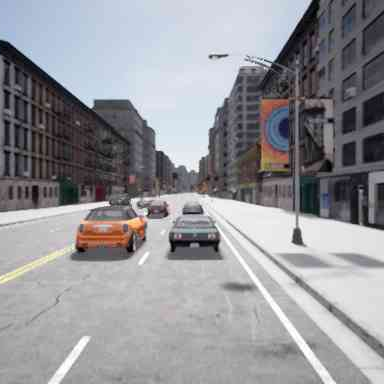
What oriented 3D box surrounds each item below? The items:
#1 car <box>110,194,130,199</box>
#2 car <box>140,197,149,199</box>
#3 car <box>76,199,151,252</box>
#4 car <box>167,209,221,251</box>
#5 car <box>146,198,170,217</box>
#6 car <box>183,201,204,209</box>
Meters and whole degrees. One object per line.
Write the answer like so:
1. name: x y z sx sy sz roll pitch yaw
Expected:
1. car: -9.848 1.235 45.751 2.150 2.045 5.566 0 0 0
2. car: -6.592 1.505 46.602 2.128 1.511 4.902 0 0 0
3. car: -3.155 1.350 13.913 2.097 1.767 4.553 0 0 0
4. car: 0.097 1.599 14.035 1.895 1.301 4.718 0 0 0
5. car: -3.157 1.529 31.760 1.812 1.442 4.674 0 0 0
6. car: 0.092 1.567 31.309 1.994 1.385 4.181 0 0 0
